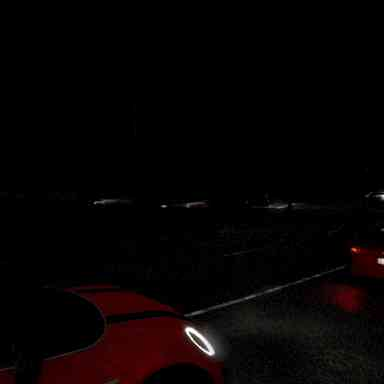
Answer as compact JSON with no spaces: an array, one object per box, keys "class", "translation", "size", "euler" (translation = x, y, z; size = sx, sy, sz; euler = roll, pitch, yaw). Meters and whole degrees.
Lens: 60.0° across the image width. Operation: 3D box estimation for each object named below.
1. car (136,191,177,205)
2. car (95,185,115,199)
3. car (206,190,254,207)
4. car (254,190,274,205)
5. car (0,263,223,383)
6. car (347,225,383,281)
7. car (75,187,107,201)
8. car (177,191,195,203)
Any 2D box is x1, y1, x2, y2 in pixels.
[{"class":"car","translation":[-4.863,0.786,42.326],"size":[5.008,1.535,1.882],"euler":[1,3,33]},{"class":"car","translation":[-14.803,0.026,52.933],"size":[5.566,2.045,2.150],"euler":[3,4,33]},{"class":"car","translation":[3.847,0.843,36.677],"size":[4.902,1.511,2.128],"euler":[0,3,33]},{"class":"car","translation":[7.138,0.527,38.729],"size":[4.553,1.767,2.097],"euler":[-1,2,32]},{"class":"car","translation":[-1.912,1.351,2.571],"size":[4.553,1.767,2.097],"euler":[0,0,-35]},{"class":"car","translation":[5.802,1.476,8.665],"size":[4.181,1.385,1.994],"euler":[-1,1,-41]},{"class":"car","translation":[-15.246,0.526,49.066],"size":[4.892,1.490,1.837],"euler":[4,5,33]},{"class":"car","translation":[-1.957,0.663,44.609],"size":[4.892,1.490,1.837],"euler":[1,3,33]}]
